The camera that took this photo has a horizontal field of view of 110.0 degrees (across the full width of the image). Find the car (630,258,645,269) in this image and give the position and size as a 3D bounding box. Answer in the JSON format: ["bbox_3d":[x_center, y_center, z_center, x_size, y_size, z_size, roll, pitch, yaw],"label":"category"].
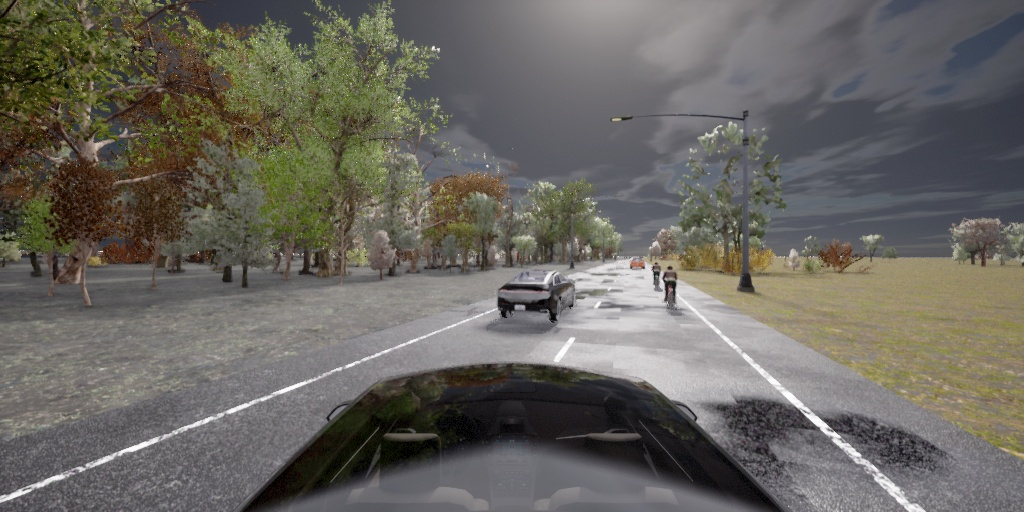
[{"bbox_3d":[20.049,1.109,57.457,2.097,1.767,4.553,0,0,17],"label":"car"}]

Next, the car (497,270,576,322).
[{"bbox_3d":[1.021,1.242,12.477,2.128,1.511,4.902,0,0,19],"label":"car"}]

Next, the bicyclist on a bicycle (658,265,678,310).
[{"bbox_3d":[6.037,1.204,13.674,0.582,1.620,1.656,0,0,19],"label":"bicyclist on a bicycle"}]

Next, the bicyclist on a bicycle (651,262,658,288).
[{"bbox_3d":[8.920,1.205,22.143,0.582,1.620,1.656,0,0,19],"label":"bicyclist on a bicycle"}]
